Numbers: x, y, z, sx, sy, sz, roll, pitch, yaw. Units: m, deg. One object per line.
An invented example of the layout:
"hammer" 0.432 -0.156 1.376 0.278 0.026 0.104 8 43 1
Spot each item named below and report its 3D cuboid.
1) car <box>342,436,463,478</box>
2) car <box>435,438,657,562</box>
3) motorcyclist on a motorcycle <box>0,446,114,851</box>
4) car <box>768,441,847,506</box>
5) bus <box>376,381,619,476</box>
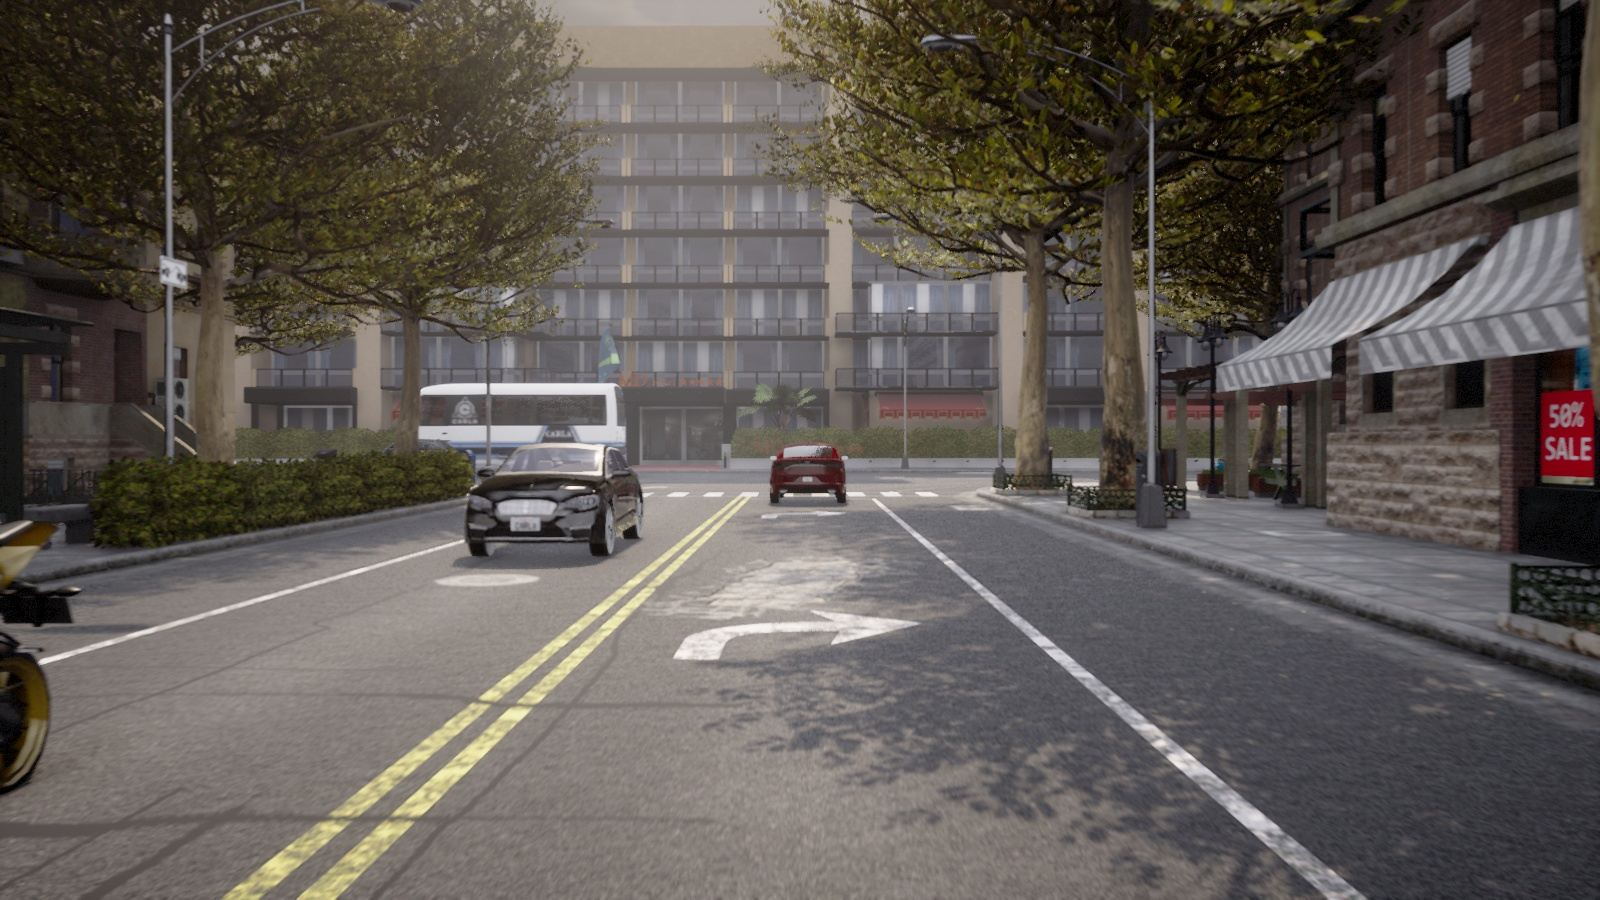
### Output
"car" -17.154 0.285 54.375 4.553 1.767 2.097 0 0 0
"car" -3.384 0.600 17.815 2.128 1.511 4.902 0 0 0
"motorcyclist on a motorcycle" -3.460 0.754 4.431 0.866 1.530 2.191 0 0 0
"car" 0.228 0.542 32.433 1.882 1.535 5.008 0 0 1
"bus" -13.754 -0.967 57.864 10.273 4.253 3.944 0 0 0
